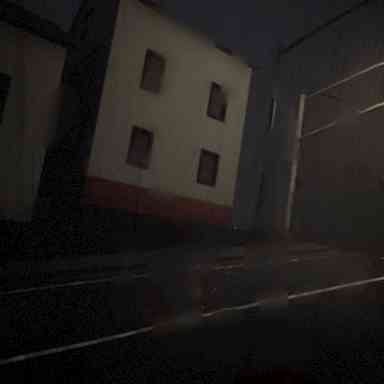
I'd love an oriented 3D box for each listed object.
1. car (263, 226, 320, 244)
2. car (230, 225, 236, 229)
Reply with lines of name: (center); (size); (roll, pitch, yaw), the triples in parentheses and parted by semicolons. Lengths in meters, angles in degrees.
car: (8.628, 3.810, 29.646); (2.033, 1.411, 5.357); (13, -8, -34)
car: (2.976, 3.784, 37.672); (1.837, 1.490, 4.892); (13, -8, -35)
